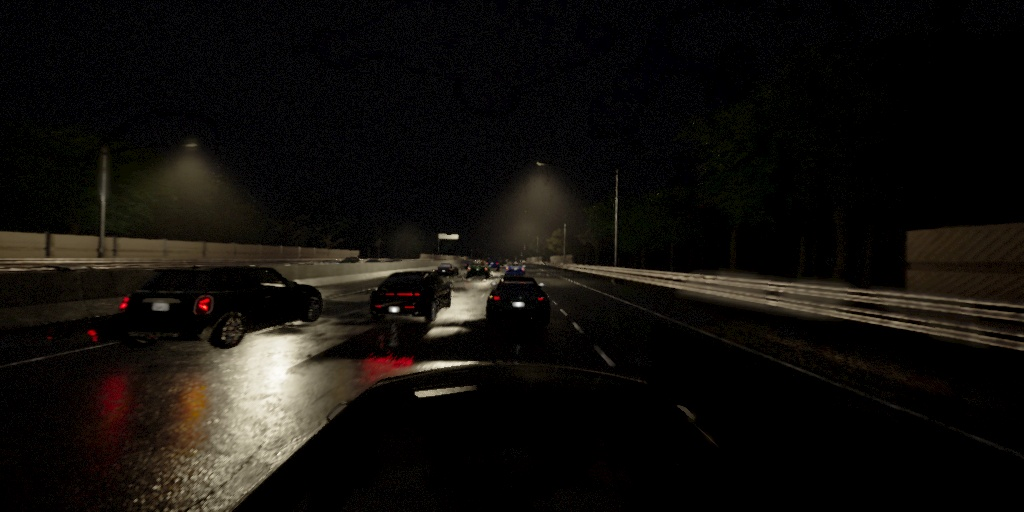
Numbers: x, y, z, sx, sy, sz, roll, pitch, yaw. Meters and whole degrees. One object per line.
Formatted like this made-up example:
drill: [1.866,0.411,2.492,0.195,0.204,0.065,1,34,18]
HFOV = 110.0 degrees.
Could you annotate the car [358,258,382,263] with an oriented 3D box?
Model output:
car: [-20.666,1.290,53.325,1.812,1.442,4.674,1,-1,1]

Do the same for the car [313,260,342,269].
car: [-27.641,1.240,54.002,1.895,1.301,4.718,1,-1,1]

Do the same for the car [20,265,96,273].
car: [-20.826,1.059,16.191,1.895,1.301,4.718,1,0,1]

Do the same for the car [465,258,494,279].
car: [-3.181,1.293,35.385,2.097,1.767,4.553,1,0,0]

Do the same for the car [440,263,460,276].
car: [-6.680,1.454,37.165,1.994,1.385,4.181,1,0,0]

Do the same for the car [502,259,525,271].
car: [0.327,1.381,37.898,2.097,1.767,4.553,1,0,0]

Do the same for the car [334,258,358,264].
car: [-24.158,1.052,53.401,2.097,1.767,4.553,1,-1,1]

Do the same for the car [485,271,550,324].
car: [0.206,1.393,12.459,1.994,1.385,4.181,1,0,0]

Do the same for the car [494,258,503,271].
car: [-3.106,1.372,59.280,2.150,2.045,5.566,1,-1,0]

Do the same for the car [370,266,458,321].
car: [-3.292,1.269,12.501,1.837,1.490,4.892,1,0,0]

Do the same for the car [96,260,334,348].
car: [-6.809,1.024,9.089,2.097,1.767,4.553,1,0,0]
